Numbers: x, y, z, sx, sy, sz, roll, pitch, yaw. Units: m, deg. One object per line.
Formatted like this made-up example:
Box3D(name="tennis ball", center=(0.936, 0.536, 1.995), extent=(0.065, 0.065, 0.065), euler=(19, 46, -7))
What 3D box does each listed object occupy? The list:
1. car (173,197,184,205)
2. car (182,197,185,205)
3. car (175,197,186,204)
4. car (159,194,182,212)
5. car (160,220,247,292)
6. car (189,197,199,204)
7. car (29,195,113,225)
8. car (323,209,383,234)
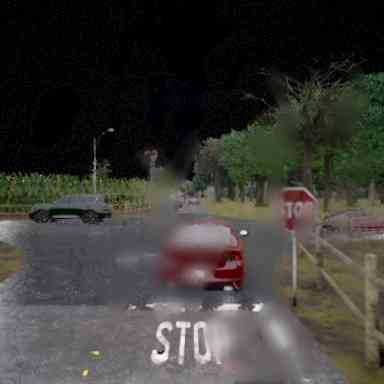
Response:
Box3D(name="car", center=(-2.492, 1.683, 61.362), extent=(1.812, 1.442, 4.674), euler=(0, 0, 1))
Box3D(name="car", center=(-2.612, 1.350, 50.978), extent=(2.150, 2.045, 5.566), euler=(0, 0, 1))
Box3D(name="car", center=(-2.398, 1.728, 71.710), extent=(2.033, 1.411, 5.357), euler=(0, 0, 0))
Box3D(name="car", center=(-2.706, 1.322, 40.610), extent=(2.150, 2.045, 5.566), euler=(0, 0, 1))
Box3D(name="car", center=(0.475, 1.498, 9.103), extent=(1.882, 1.535, 5.008), euler=(0, 0, 8))
Box3D(name="car", center=(0.415, 1.734, 65.870), extent=(1.994, 1.385, 4.181), euler=(0, 0, 0))
Box3D(name="car", center=(-8.436, 1.212, 23.511), extent=(5.566, 2.045, 2.150), euler=(0, -1, 0))
Box3D(name="car", center=(10.024, 1.735, 19.754), extent=(4.181, 1.385, 1.994), euler=(1, -1, 0))
